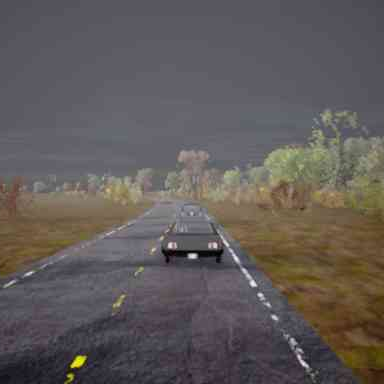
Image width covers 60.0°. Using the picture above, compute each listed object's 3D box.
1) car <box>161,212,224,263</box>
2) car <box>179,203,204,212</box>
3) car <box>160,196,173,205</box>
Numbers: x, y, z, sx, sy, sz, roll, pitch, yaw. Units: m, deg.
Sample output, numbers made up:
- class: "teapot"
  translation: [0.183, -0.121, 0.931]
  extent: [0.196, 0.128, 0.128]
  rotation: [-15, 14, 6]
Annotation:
- class: "car"
  translation: [0.038, 1.615, 12.060]
  extent: [1.895, 1.301, 4.718]
  rotation: [0, 0, 0]
- class: "car"
  translation: [-0.010, 1.578, 25.546]
  extent: [2.033, 1.411, 5.357]
  rotation: [0, 0, 0]
- class: "car"
  translation: [-4.533, 1.431, 58.821]
  extent: [2.097, 1.767, 4.553]
  rotation: [0, 0, -4]
